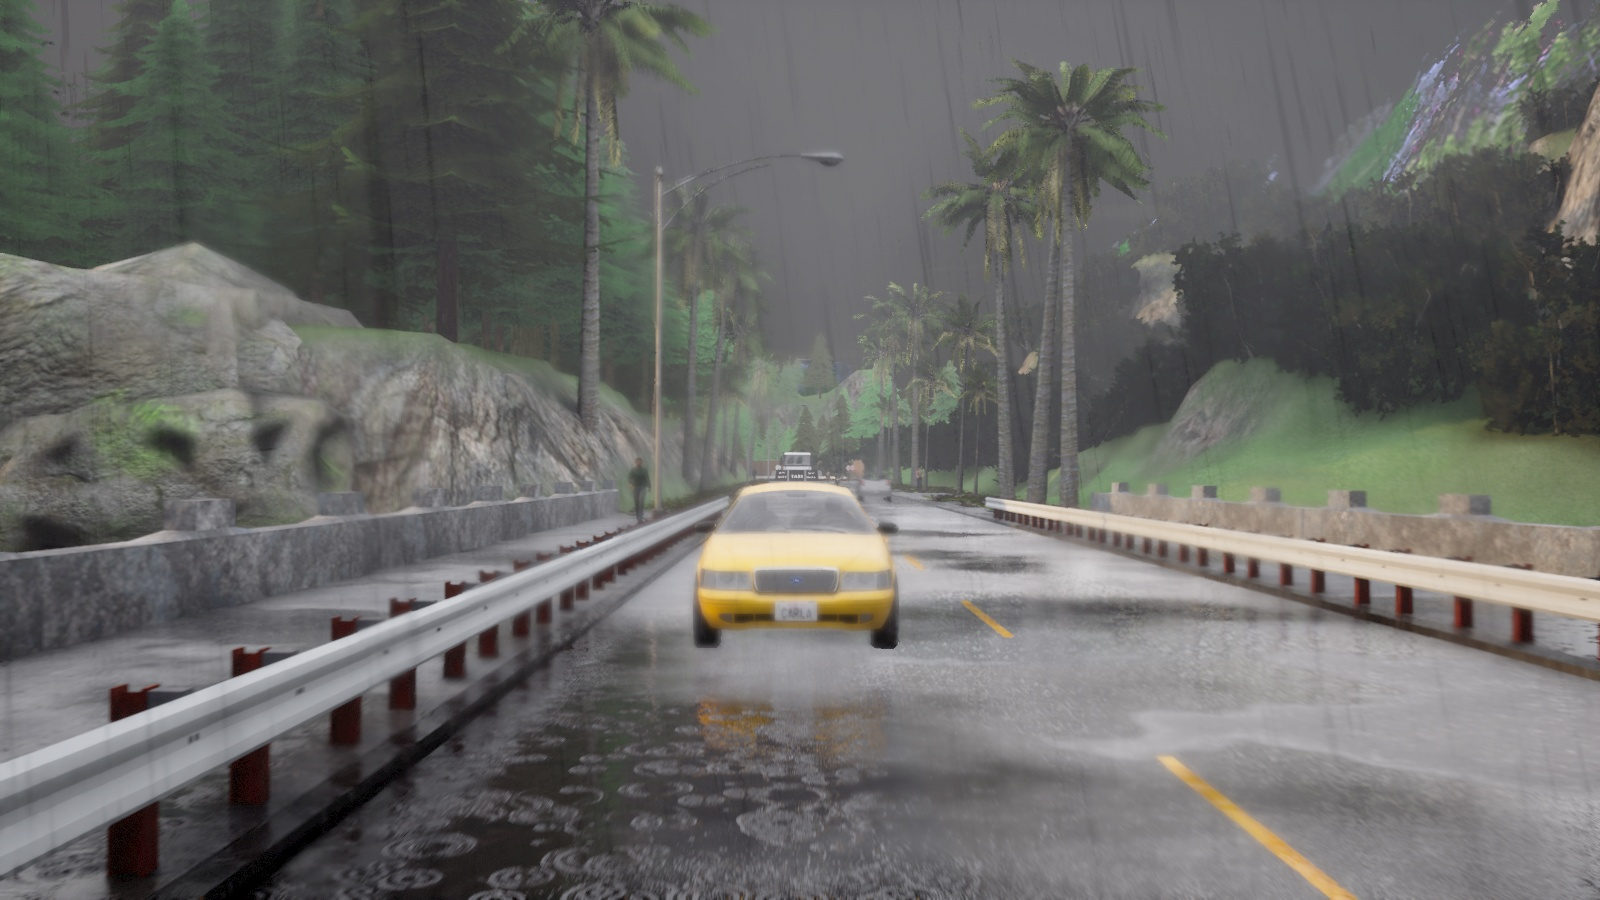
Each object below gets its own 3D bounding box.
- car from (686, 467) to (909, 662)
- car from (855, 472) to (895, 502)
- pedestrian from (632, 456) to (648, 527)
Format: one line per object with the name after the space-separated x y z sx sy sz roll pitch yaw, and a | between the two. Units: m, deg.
-0.028 0.969 12.866 1.801 1.575 5.366 0 -1 0 | car
3.860 1.908 65.404 1.845 1.501 3.633 0 -1 0 | car
-4.215 1.095 33.096 0.353 1.847 0.614 0 -1 -3 | pedestrian
